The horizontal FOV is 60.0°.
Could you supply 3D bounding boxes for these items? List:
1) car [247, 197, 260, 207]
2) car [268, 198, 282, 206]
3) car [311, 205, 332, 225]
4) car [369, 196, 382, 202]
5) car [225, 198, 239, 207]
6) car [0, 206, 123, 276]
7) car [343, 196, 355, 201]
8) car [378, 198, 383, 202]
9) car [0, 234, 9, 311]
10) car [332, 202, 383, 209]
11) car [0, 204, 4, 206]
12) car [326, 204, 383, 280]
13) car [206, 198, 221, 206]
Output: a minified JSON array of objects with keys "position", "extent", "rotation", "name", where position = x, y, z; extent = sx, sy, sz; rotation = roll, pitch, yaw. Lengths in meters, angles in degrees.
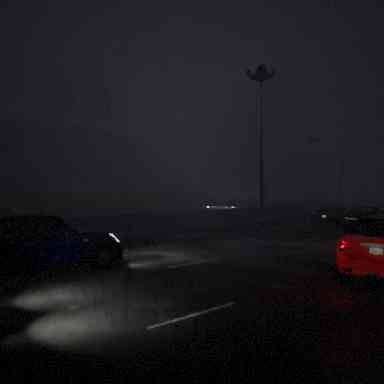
[{"position":[10.125,1.639,54.691],"extent":[2.128,1.511,4.902],"rotation":[0,0,16],"name":"car"},{"position":[13.210,1.682,52.572],"extent":[2.033,1.411,5.357],"rotation":[0,0,18],"name":"car"},{"position":[10.197,1.618,24.103],"extent":[1.994,1.385,4.181],"rotation":[0,0,39],"name":"car"},{"position":[39.411,1.665,71.013],"extent":[1.812,1.442,4.674],"rotation":[0,0,9],"name":"car"},{"position":[6.876,1.683,56.020],"extent":[1.812,1.442,4.674],"rotation":[0,0,16],"name":"car"},{"position":[-4.332,1.391,9.596],"extent":[4.553,1.767,2.097],"rotation":[0,0,-36],"name":"car"},{"position":[40.656,1.672,86.159],"extent":[1.994,1.385,4.181],"rotation":[0,0,9],"name":"car"},{"position":[21.589,1.632,35.867],"extent":[1.994,1.385,4.181],"rotation":[0,0,27],"name":"car"},{"position":[-5.394,1.530,4.480],"extent":[4.892,1.490,1.837],"rotation":[0,0,-35],"name":"car"},{"position":[9.608,1.528,17.865],"extent":[2.128,1.511,4.902],"rotation":[0,0,42],"name":"car"},{"position":[-12.821,1.567,20.854],"extent":[5.008,1.535,1.882],"rotation":[0,0,-38],"name":"car"},{"position":[5.769,1.369,9.018],"extent":[4.553,1.767,2.097],"rotation":[0,0,-43],"name":"car"},{"position":[3.776,1.733,57.963],"extent":[1.994,1.385,4.181],"rotation":[0,0,15],"name":"car"}]
